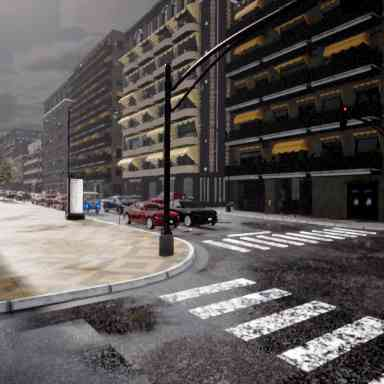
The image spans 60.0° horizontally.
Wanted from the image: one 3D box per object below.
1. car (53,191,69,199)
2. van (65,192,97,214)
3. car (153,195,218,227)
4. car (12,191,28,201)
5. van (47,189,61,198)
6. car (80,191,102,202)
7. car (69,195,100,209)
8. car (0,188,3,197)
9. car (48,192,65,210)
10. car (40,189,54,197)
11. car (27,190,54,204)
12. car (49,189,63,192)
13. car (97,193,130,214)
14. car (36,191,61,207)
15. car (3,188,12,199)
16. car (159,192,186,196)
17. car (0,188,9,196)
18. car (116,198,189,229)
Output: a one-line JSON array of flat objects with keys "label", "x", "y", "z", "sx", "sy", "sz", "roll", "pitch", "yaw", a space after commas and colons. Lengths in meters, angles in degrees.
[{"label": "car", "x": -25.751, "y": 0.529, "z": 65.291, "sx": 1.752, "sy": 1.417, "sz": 4.829, "roll": 2, "pitch": 0, "yaw": -36}, {"label": "van", "x": -9.064, "y": 0.881, "z": 28.223, "sx": 1.690, "sy": 1.788, "sz": 3.998, "roll": 2, "pitch": 0, "yaw": -36}, {"label": "car", "x": -0.412, "y": 1.216, "z": 20.728, "sx": 1.882, "sy": 1.535, "sz": 5.008, "roll": 1, "pitch": 0, "yaw": -35}, {"label": "car", "x": -25.742, "y": 0.541, "z": 51.068, "sx": 1.967, "sy": 1.590, "sz": 4.097, "roll": 2, "pitch": 0, "yaw": -36}, {"label": "van", "x": -28.980, "y": 0.260, "z": 69.722, "sx": 1.690, "sy": 1.788, "sz": 3.998, "roll": 2, "pitch": 0, "yaw": -36}, {"label": "car", "x": -15.643, "y": 0.710, "z": 51.446, "sx": 1.967, "sy": 1.590, "sz": 4.097, "roll": 2, "pitch": 0, "yaw": -36}, {"label": "car", "x": -11.819, "y": 1.038, "z": 36.374, "sx": 1.895, "sy": 1.301, "sz": 4.718, "roll": 1, "pitch": 1, "yaw": -36}, {"label": "car", "x": -39.085, "y": 0.301, "z": 69.344, "sx": 2.008, "sy": 1.369, "sz": 4.403, "roll": 2, "pitch": 0, "yaw": -36}, {"label": "car", "x": -12.405, "y": 0.997, "z": 32.793, "sx": 1.887, "sy": 1.381, "sz": 4.507, "roll": 2, "pitch": 0, "yaw": -36}, {"label": "car", "x": -32.318, "y": 0.271, "z": 74.291, "sx": 1.967, "sy": 1.590, "sz": 4.097, "roll": 2, "pitch": 0, "yaw": -36}, {"label": "car", "x": -18.975, "y": 0.805, "z": 41.793, "sx": 1.752, "sy": 1.417, "sz": 4.829, "roll": 2, "pitch": 0, "yaw": -36}, {"label": "car", "x": -20.881, "y": 0.616, "z": 48.949, "sx": 2.097, "sy": 1.767, "sz": 4.553, "roll": 1, "pitch": 0, "yaw": -36}, {"label": "car", "x": -5.997, "y": 1.083, "z": 28.389, "sx": 2.128, "sy": 1.511, "sz": 4.902, "roll": 1, "pitch": 0, "yaw": -36}, {"label": "car", "x": -15.740, "y": 0.909, "z": 37.361, "sx": 1.887, "sy": 1.381, "sz": 4.507, "roll": 2, "pitch": 0, "yaw": -36}, {"label": "car", "x": -32.415, "y": 0.470, "z": 60.206, "sx": 1.887, "sy": 1.381, "sz": 4.507, "roll": 2, "pitch": 0, "yaw": -36}, {"label": "car", "x": -2.300, "y": 0.936, "z": 33.170, "sx": 2.192, "sy": 1.841, "sz": 5.009, "roll": 2, "pitch": 0, "yaw": -36}, {"label": "car", "x": -42.413, "y": -0.022, "z": 73.913, "sx": 2.192, "sy": 1.841, "sz": 5.009, "roll": 2, "pitch": 0, "yaw": -36}, {"label": "car", "x": -2.401, "y": 1.261, "z": 19.085, "sx": 1.887, "sy": 1.381, "sz": 4.507, "roll": 2, "pitch": 0, "yaw": -36}]
